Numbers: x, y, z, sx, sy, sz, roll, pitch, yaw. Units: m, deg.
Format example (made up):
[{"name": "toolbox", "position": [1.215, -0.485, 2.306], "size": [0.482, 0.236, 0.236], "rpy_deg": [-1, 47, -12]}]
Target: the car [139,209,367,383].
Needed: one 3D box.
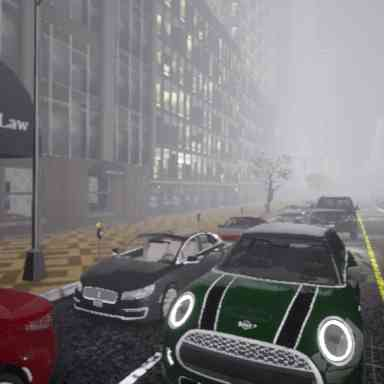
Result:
[{"name": "car", "position": [1.411, 1.339, 5.064], "size": [2.097, 1.767, 4.553], "rpy_deg": [1, 0, 26]}]

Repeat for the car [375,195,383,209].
[{"name": "car", "position": [29.171, 1.540, 49.593], "size": [2.192, 1.841, 5.009], "rpy_deg": [1, 0, 26]}]

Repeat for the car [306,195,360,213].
[{"name": "car", "position": [7.843, 1.246, 18.241], "size": [2.150, 2.045, 5.566], "rpy_deg": [1, 0, 26]}]

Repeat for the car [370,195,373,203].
[{"name": "car", "position": [36.542, 1.704, 64.968], "size": [1.967, 1.590, 4.097], "rpy_deg": [1, 0, 26]}]

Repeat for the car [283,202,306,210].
[{"name": "car", "position": [6.870, 1.530, 22.467], "size": [2.008, 1.369, 4.403], "rpy_deg": [1, 0, 26]}]

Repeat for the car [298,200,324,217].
[{"name": "car", "position": [11.784, 1.557, 32.716], "size": [2.008, 1.369, 4.403], "rpy_deg": [1, 0, 26]}]

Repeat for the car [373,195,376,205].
[{"name": "car", "position": [31.629, 1.553, 54.718], "size": [2.192, 1.841, 5.009], "rpy_deg": [1, 0, 26]}]

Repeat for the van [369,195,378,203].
[{"name": "van", "position": [43.915, 1.642, 80.342], "size": [1.690, 1.788, 3.998], "rpy_deg": [1, 0, 26]}]

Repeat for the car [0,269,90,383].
[{"name": "car", "position": [-2.960, 1.469, 1.967], "size": [1.887, 1.381, 4.507], "rpy_deg": [1, 0, 26]}]

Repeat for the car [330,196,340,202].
[{"name": "car", "position": [33.901, 1.674, 78.841], "size": [2.008, 1.369, 4.403], "rpy_deg": [1, 0, 26]}]

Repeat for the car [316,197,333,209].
[{"name": "car", "position": [19.158, 1.486, 48.091], "size": [1.967, 1.590, 4.097], "rpy_deg": [1, 0, 26]}]

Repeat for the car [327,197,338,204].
[{"name": "car", "position": [28.986, 1.664, 68.591], "size": [1.947, 1.339, 4.313], "rpy_deg": [1, 0, 26]}]

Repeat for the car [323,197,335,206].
[{"name": "car", "position": [23.998, 1.597, 58.188], "size": [1.752, 1.417, 4.829], "rpy_deg": [1, 0, 26]}]

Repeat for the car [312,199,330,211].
[{"name": "car", "position": [16.699, 1.615, 42.966], "size": [1.802, 1.307, 4.206], "rpy_deg": [1, 0, 26]}]

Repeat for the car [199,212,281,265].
[{"name": "car", "position": [1.955, 1.534, 12.217], "size": [1.802, 1.307, 4.206], "rpy_deg": [1, 0, 26]}]

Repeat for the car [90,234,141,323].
[{"name": "car", "position": [-0.503, 1.489, 7.092], "size": [2.008, 1.369, 4.403], "rpy_deg": [1, 0, 26]}]
